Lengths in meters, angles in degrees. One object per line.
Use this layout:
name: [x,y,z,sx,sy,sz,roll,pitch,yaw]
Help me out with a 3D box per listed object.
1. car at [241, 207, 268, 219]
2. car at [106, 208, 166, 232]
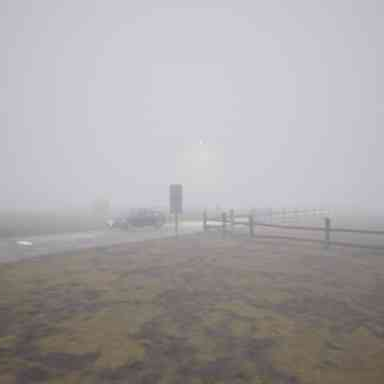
car: [7.516,2.488,39.905,1.994,1.385,4.181,-1,-2,35]
car: [-3.916,1.939,23.781,2.128,1.511,4.902,-1,-2,35]
